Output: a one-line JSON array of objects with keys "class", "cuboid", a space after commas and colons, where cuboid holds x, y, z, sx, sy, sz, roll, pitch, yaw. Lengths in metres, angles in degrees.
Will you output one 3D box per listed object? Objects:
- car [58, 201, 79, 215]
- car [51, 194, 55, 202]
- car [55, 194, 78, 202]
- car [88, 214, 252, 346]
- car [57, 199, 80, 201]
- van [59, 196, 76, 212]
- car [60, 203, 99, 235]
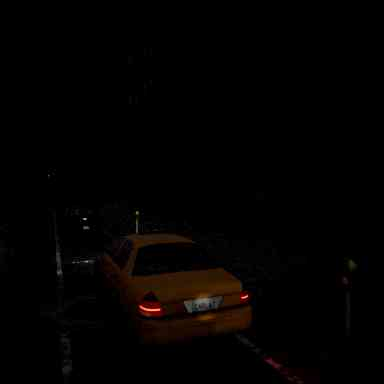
[{"class": "car", "cuboid": [-8.283, 1.552, 23.755, 2.008, 1.369, 4.403, 0, 0, -23]}, {"class": "car", "cuboid": [-31.891, 1.470, 79.418, 1.967, 1.590, 4.097, 0, 0, -24]}, {"class": "car", "cuboid": [-12.549, 1.317, 33.946, 2.192, 1.841, 5.009, 0, 0, -23]}, {"class": "car", "cuboid": [-0.844, 1.457, 6.737, 1.801, 1.575, 5.366, 0, 0, -23]}, {"class": "car", "cuboid": [-10.416, 1.567, 28.851, 1.947, 1.339, 4.313, 0, 0, -23]}, {"class": "van", "cuboid": [-14.681, 1.343, 39.042, 1.690, 1.788, 3.998, 0, 0, -23]}, {"class": "car", "cuboid": [-6.151, 1.552, 18.660, 2.008, 1.369, 4.403, 0, 0, -23]}]
